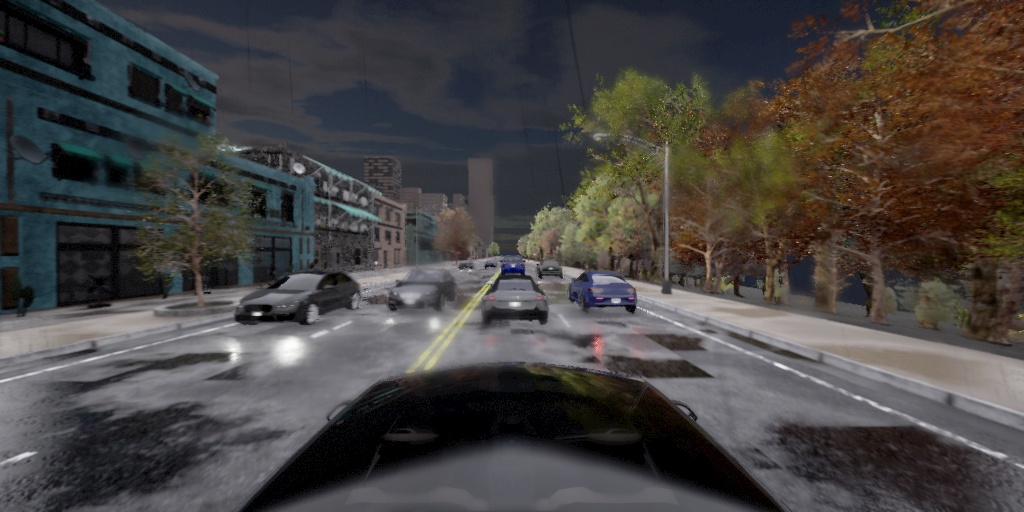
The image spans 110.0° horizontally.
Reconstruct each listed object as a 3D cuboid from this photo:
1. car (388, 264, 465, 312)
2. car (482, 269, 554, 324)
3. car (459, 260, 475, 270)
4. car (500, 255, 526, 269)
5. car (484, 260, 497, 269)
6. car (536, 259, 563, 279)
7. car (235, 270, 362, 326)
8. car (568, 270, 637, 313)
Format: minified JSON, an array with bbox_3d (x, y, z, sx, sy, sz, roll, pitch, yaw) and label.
[{"bbox_3d":[-3.351,1.239,14.248,2.128,1.511,4.902,0,0,0],"label":"car"},{"bbox_3d":[0.098,1.312,11.979,1.994,1.385,4.181,0,0,0],"label":"car"},{"bbox_3d":[-6.580,1.284,52.659,2.033,1.411,5.357,0,0,0],"label":"car"},{"bbox_3d":[0.096,0.963,33.820,2.150,2.045,5.566,0,0,0],"label":"car"},{"bbox_3d":[-3.312,1.337,56.004,1.895,1.301,4.718,0,0,1],"label":"car"},{"bbox_3d":[3.346,1.094,32.901,2.097,1.767,4.553,0,0,0],"label":"car"},{"bbox_3d":[-6.601,1.253,11.720,1.837,1.490,4.892,0,0,0],"label":"car"},{"bbox_3d":[3.361,1.273,13.852,1.812,1.442,4.674,0,0,0],"label":"car"}]
